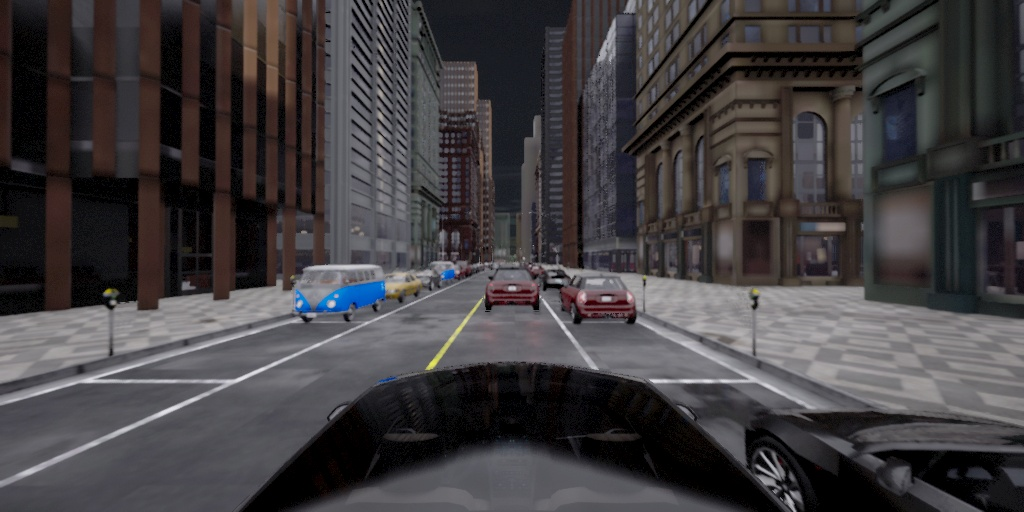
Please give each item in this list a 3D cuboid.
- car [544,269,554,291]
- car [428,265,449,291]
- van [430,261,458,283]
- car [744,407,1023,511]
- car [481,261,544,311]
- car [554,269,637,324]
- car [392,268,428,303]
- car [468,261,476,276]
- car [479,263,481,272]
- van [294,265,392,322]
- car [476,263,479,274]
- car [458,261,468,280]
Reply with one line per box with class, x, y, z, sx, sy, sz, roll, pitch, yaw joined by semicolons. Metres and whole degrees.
car;2.775;1.533;23.671;1.948;1.339;4.313;0;0;0
car;-5.750;1.518;23.669;2.007;1.370;4.403;0;0;0
van;-5.747;1.366;29.306;1.690;1.789;3.998;0;0;0
car;2.762;1.310;1.128;1.948;1.339;4.313;0;0;0
car;0.027;1.235;15.280;2.097;1.767;4.553;0;-1;0
car;2.769;1.295;12.399;1.967;1.591;4.097;0;0;0
car;-5.753;1.437;17.864;1.751;1.417;4.829;0;0;0
car;-5.740;1.455;40.579;2.192;1.841;5.009;0;0;0
car;-5.733;1.822;51.851;1.948;1.339;4.313;0;0;0
van;-5.756;1.196;12.397;1.690;1.789;3.998;0;0;0
car;-5.737;1.764;46.215;1.948;1.339;4.313;0;0;0
car;-5.743;1.523;34.942;1.967;1.591;4.097;0;0;0
